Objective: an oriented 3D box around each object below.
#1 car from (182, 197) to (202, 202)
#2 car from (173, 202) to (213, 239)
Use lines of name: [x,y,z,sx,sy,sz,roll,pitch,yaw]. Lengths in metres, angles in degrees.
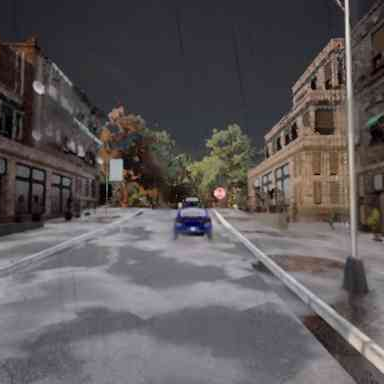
car: [0.014,1.255,34.556,1.882,1.535,5.008,0,1,0]
car: [0.042,1.503,17.427,1.882,1.535,5.008,0,0,0]
